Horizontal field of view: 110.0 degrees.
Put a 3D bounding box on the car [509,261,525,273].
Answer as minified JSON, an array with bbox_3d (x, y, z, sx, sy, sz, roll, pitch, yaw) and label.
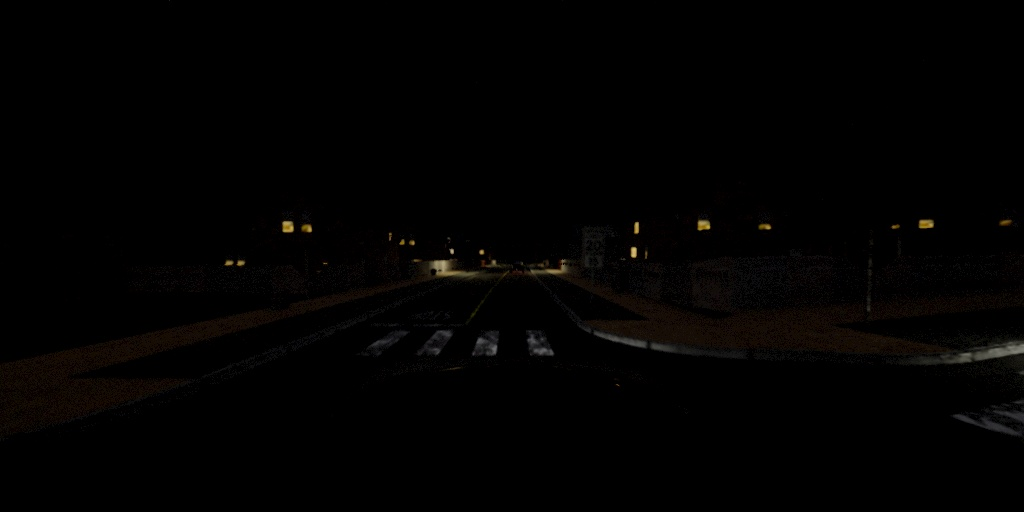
[{"bbox_3d":[0.670,1.412,46.452,2.128,1.511,4.902,0,0,2],"label":"car"}]
